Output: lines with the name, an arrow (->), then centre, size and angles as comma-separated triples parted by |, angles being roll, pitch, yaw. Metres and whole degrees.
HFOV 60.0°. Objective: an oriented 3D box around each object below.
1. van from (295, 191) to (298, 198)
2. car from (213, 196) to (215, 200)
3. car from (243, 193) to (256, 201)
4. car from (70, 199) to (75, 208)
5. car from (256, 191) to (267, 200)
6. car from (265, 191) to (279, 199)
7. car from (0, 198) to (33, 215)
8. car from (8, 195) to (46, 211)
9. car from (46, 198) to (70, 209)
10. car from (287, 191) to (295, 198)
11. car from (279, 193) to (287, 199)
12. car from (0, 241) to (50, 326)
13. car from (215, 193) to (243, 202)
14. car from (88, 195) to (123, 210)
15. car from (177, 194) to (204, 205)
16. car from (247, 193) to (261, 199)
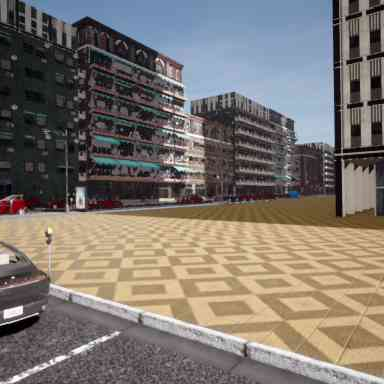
van -> 26.176, 0.654, 86.084 | 1.690, 1.788, 3.998 | -1, 0, 36
car -> 6.388, 1.028, 73.144 | 1.967, 1.590, 4.097 | -1, 0, 36
car -> 9.909, 1.048, 63.742 | 1.887, 1.381, 4.507 | -1, 0, 36
car -> -12.666, 1.162, 42.589 | 2.097, 1.767, 4.553 | -1, 0, 36
car -> 13.163, 1.046, 68.210 | 1.802, 1.307, 4.206 | -1, 0, 36
car -> 16.414, 0.740, 72.679 | 2.192, 1.841, 5.009 | -1, 0, 36
car -> -16.122, 1.413, 27.996 | 1.802, 1.307, 4.206 | -1, 0, 36
car -> -19.644, 1.228, 37.399 | 2.192, 1.841, 5.009 | -1, 0, 36
car -> -16.388, 1.415, 41.868 | 1.887, 1.381, 4.507 | -1, 0, 36
car -> 22.925, 0.931, 81.616 | 1.802, 1.307, 4.206 | -1, 0, 36
car -> 19.670, 0.938, 77.147 | 2.008, 1.369, 4.403 | -1, 0, 36
car -> -4.419, 1.553, 6.221 | 4.403, 1.369, 2.008 | 0, -1, 36
car -> 6.655, 1.093, 59.274 | 2.008, 1.369, 4.403 | -1, 0, 36
car -> -9.616, 1.186, 36.933 | 1.967, 1.590, 4.097 | -1, 0, 36
car -> 0.146, 1.062, 50.338 | 1.967, 1.590, 4.097 | -1, 0, 36
car -> 16.152, 1.040, 86.550 | 1.947, 1.339, 4.313 | -1, 0, 36
